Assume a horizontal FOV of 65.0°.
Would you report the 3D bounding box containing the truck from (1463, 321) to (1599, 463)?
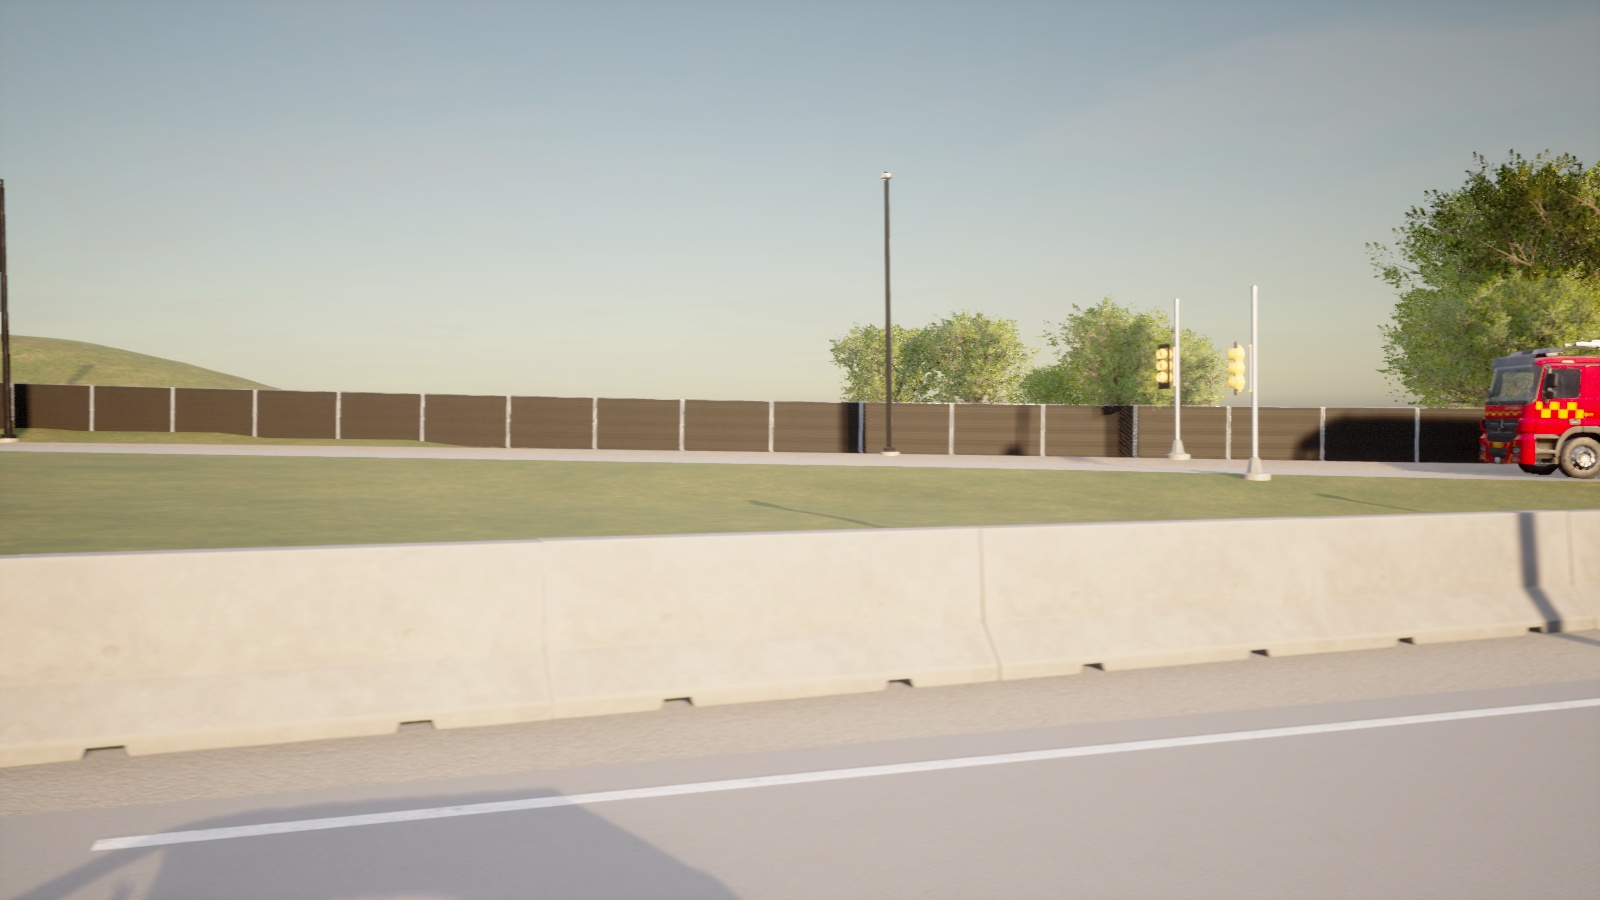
[{"bbox_3d":[23.668,-1.606,35.193,8.468,3.827,2.891,0,2,6],"label":"truck"}]
